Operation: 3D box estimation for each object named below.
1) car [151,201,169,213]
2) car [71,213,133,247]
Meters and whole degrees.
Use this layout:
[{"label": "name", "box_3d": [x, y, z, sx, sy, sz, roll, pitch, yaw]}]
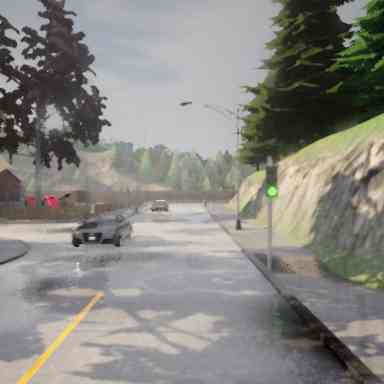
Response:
[{"label": "car", "box_3d": [-4.006, 1.890, 42.210, 1.994, 1.385, 4.181, 0, 0, 0]}, {"label": "car", "box_3d": [-4.003, 1.676, 15.367, 1.994, 1.385, 4.181, 0, 0, 0]}]
